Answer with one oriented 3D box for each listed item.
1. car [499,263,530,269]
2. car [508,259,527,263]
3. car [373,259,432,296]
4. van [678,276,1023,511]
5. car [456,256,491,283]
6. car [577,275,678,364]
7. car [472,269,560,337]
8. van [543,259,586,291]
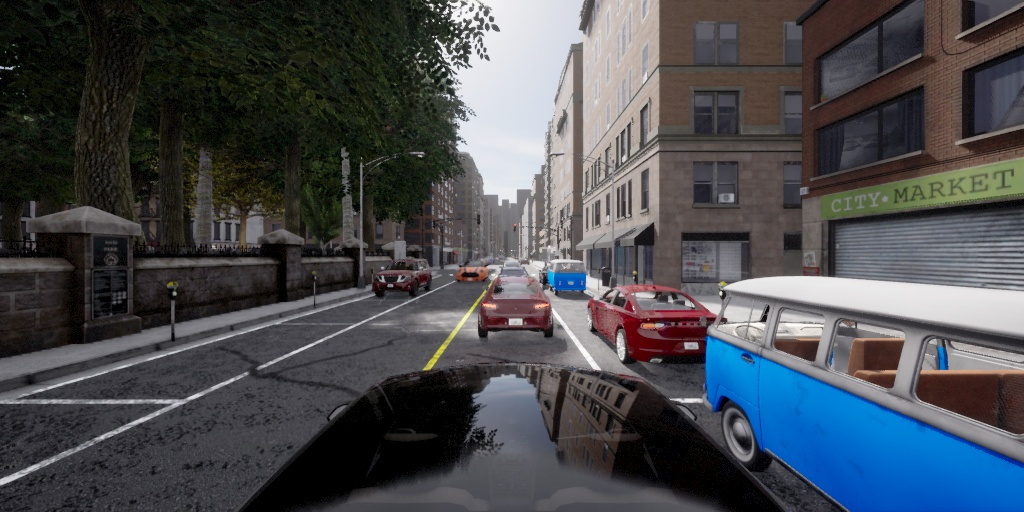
[{"bbox_3d":[0.098,1.292,19.716,2.033,1.411,5.357,0,0,1],"label":"car"},{"bbox_3d":[0.006,1.243,29.461,1.837,1.490,4.892,0,0,0],"label":"car"},{"bbox_3d":[-5.667,1.060,19.218,2.192,1.841,5.009,0,0,0],"label":"car"},{"bbox_3d":[2.857,1.091,2.275,1.690,1.789,3.998,0,0,0],"label":"van"},{"bbox_3d":[-3.013,1.090,28.043,2.097,1.767,4.553,0,0,0],"label":"car"},{"bbox_3d":[2.857,1.294,7.936,1.888,1.381,4.507,0,0,0],"label":"car"},{"bbox_3d":[0.096,1.275,10.138,1.812,1.442,4.674,0,0,0],"label":"car"},{"bbox_3d":[2.858,1.086,19.258,1.690,1.789,3.998,0,0,0],"label":"van"}]
